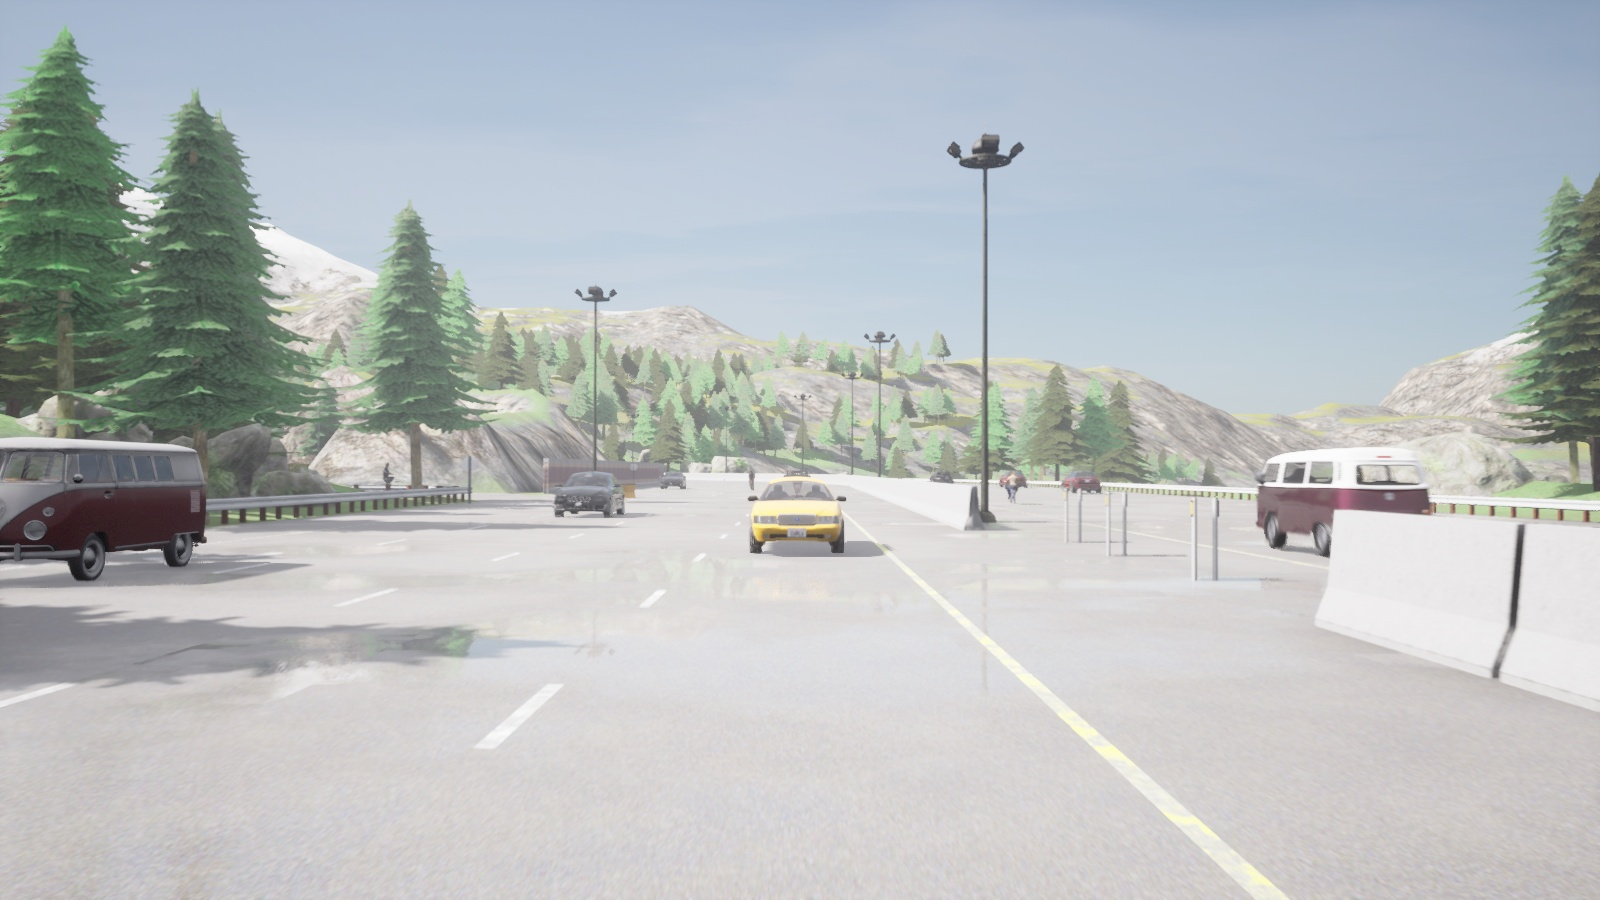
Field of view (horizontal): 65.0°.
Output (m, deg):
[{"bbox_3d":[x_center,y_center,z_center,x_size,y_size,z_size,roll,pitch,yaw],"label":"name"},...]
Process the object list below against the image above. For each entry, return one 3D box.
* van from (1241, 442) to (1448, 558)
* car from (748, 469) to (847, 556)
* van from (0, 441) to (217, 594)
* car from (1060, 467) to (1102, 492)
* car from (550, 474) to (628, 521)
[{"bbox_3d":[10.450,0.912,24.524,2.069,2.038,4.480,0,-1,0],"label":"van"},{"bbox_3d":[-0.051,1.183,25.413,1.801,1.575,5.366,0,-1,0],"label":"car"},{"bbox_3d":[-10.538,0.923,18.562,1.775,1.987,4.442,0,-1,0],"label":"van"},{"bbox_3d":[20.813,2.160,93.156,2.097,1.767,4.553,0,-1,0],"label":"car"},{"bbox_3d":[-7.084,1.565,42.566,1.837,1.490,4.892,0,-1,0],"label":"car"}]
